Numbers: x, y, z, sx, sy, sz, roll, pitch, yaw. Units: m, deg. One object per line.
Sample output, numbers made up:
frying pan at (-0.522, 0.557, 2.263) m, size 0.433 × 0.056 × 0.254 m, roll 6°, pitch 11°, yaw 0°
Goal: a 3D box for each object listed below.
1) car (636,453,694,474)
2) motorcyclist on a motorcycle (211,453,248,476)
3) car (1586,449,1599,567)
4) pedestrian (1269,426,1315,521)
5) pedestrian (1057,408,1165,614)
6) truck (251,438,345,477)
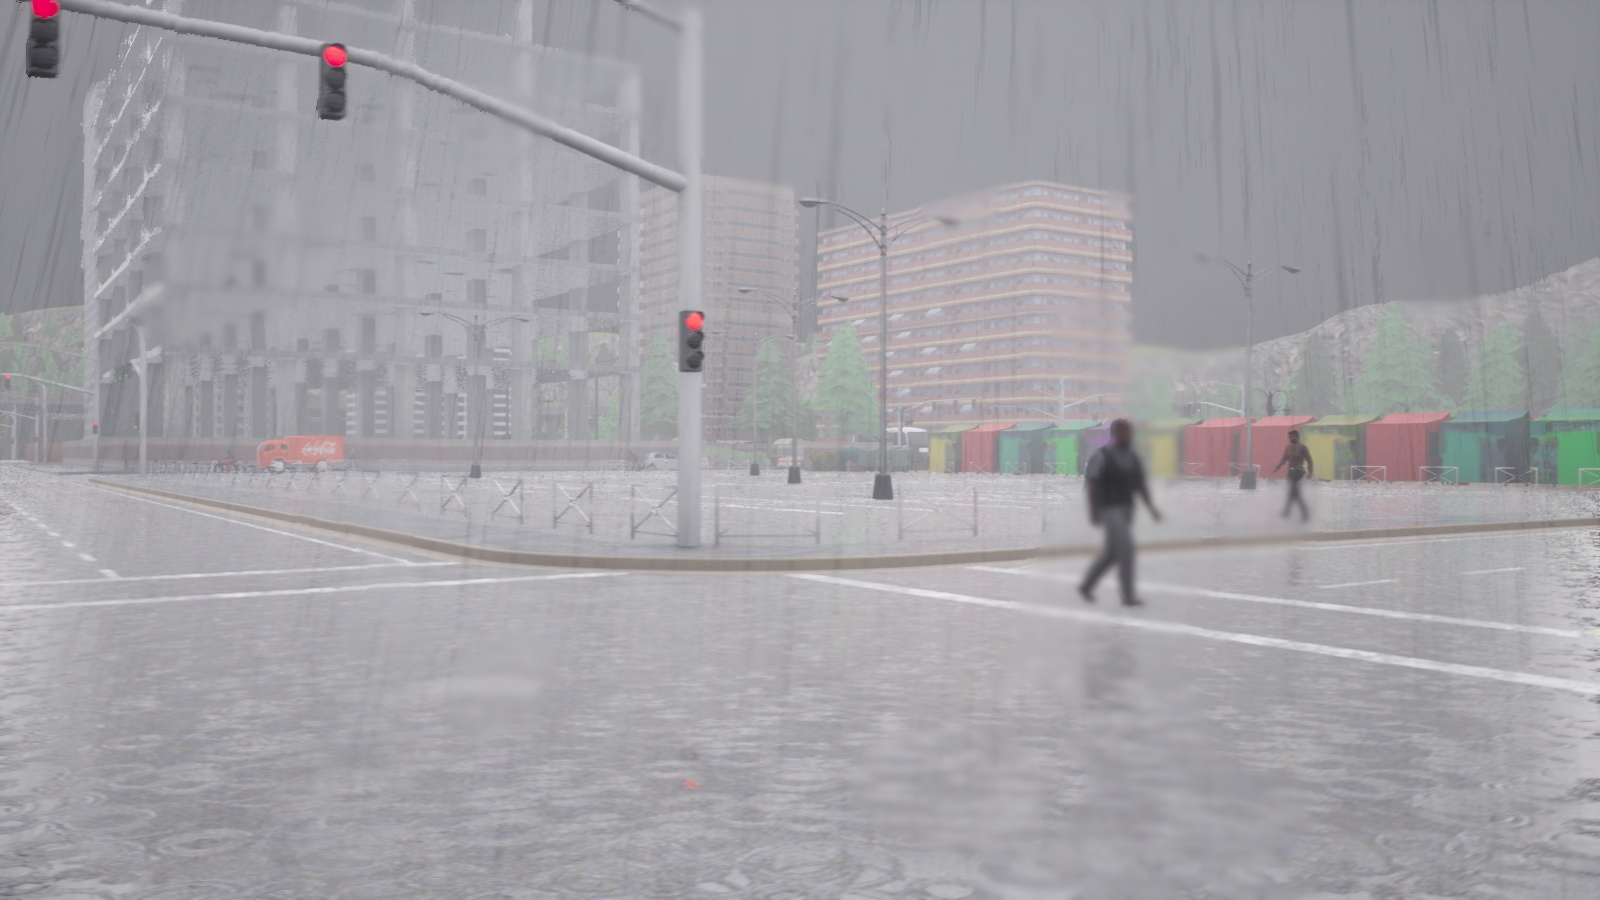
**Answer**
car at (-9.569, 0.941, 88.748) m, size 3.633 × 1.501 × 1.845 m, roll 0°, pitch 0°, yaw -35°
motorcyclist on a motorcycle at (-37.380, 0.952, 82.280) m, size 2.044 × 1.523 × 0.797 m, roll 0°, pitch 0°, yaw -35°
car at (12.071, 0.724, 16.075) m, size 3.806 × 1.475 × 1.970 m, roll 0°, pitch 0°, yaw -33°
pedestrian at (9.508, 0.443, 24.273) m, size 0.869 × 1.805 × 0.328 m, roll 0°, pitch 0°, yaw -28°
pedestrian at (2.960, 0.554, 11.975) m, size 0.563 × 1.883 × 0.849 m, roll 0°, pitch 0°, yaw -30°
truck at (-32.509, 0.469, 81.395) m, size 5.204 × 2.467 × 2.627 m, roll 0°, pitch 0°, yaw -35°
